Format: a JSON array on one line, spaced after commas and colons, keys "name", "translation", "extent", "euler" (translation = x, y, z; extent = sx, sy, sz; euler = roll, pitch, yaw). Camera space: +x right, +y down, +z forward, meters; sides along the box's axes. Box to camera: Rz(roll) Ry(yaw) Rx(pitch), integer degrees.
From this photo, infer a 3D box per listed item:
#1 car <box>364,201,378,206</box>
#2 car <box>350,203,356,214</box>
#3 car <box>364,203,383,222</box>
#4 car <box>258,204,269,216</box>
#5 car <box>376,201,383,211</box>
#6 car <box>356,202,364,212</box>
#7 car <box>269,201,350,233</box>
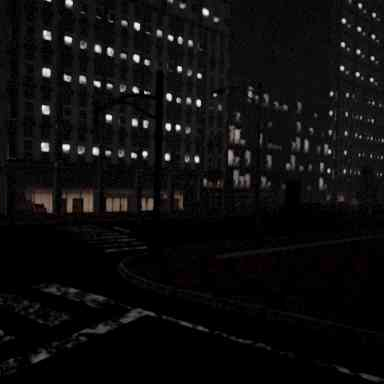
[{"name": "car", "translation": [22.091, 1.837, 41.550], "extent": [4.313, 1.339, 1.947], "euler": [1, 2, -35]}, {"name": "car", "translation": [13.382, 1.773, 32.571], "extent": [5.357, 1.411, 2.033], "euler": [1, 1, -34]}, {"name": "car", "translation": [17.209, 1.952, 28.634], "extent": [4.507, 1.381, 1.887], "euler": [1, 2, -35]}, {"name": "car", "translation": [8.077, 1.652, 31.915], "extent": [4.403, 1.369, 2.008], "euler": [1, 2, -35]}, {"name": "car", "translation": [26.762, 1.909, 44.761], "extent": [4.206, 1.307, 1.802], "euler": [1, 2, -35]}, {"name": "car", "translation": [17.280, 1.738, 38.241], "extent": [4.829, 1.417, 1.752], "euler": [1, 2, -35]}, {"name": "car", "translation": [7.873, 1.609, 22.206], "extent": [5.009, 1.841, 2.192], "euler": [1, 2, -35]}]
